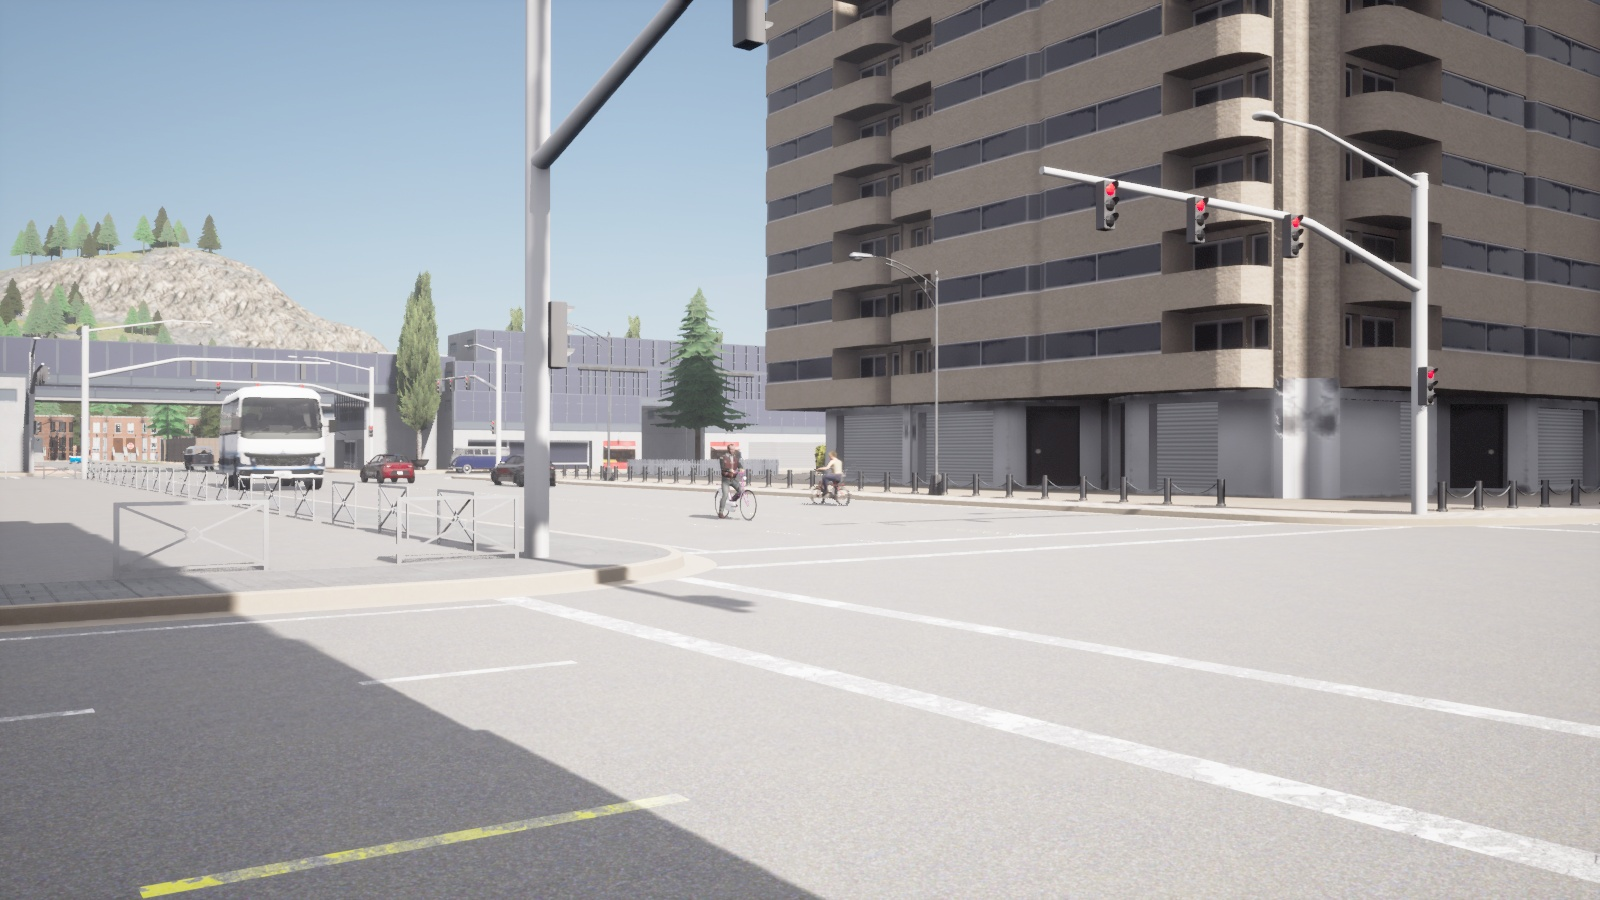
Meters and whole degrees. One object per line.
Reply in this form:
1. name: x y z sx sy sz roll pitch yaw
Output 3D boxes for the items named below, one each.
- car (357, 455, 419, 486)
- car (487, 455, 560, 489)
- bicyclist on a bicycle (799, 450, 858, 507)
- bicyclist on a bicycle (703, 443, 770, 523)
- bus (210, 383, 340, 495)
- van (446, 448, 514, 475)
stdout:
1. car: -20.704 1.012 63.020 1.816 1.474 4.193 0 0 -35
2. car: -12.725 0.982 57.629 1.816 1.474 4.193 0 0 -35
3. bicyclist on a bicycle: 0.825 0.825 36.773 1.509 1.612 0.866 0 0 42
4. bicyclist on a bicycle: -1.488 0.745 29.055 0.659 1.776 1.843 0 0 -35
5. bus: -22.296 -0.399 52.895 3.944 4.253 10.273 0 0 -29
6. van: -23.446 0.828 92.078 4.442 1.987 1.775 0 0 -35
